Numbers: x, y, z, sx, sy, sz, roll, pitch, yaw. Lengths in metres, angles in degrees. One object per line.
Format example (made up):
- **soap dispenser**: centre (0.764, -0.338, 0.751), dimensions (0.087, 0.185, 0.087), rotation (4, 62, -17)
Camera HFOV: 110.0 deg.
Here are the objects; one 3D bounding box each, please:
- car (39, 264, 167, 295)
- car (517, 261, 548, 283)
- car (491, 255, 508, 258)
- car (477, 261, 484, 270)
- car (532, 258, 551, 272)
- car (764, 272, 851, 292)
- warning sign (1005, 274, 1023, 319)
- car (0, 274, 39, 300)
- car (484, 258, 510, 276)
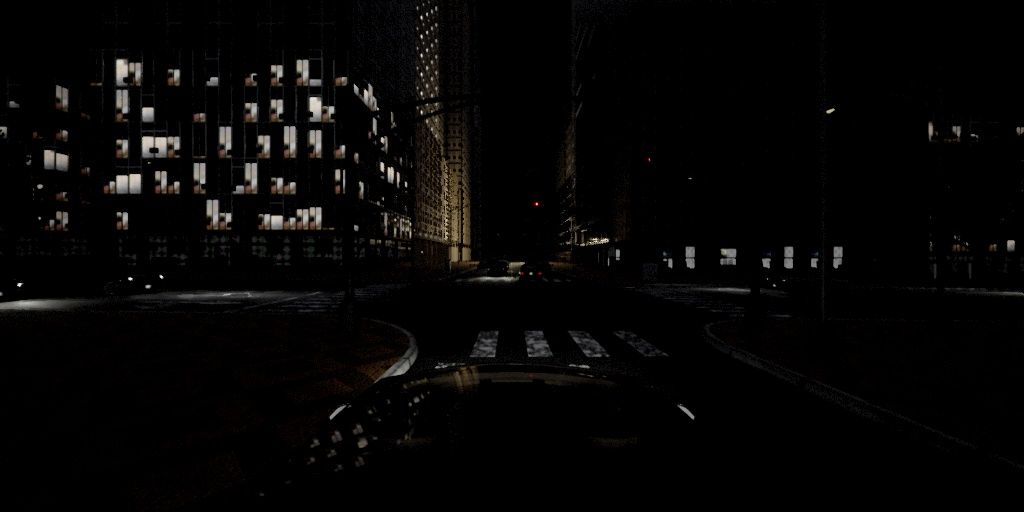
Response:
- **car**: centre (-18.666, 1.032, 16.118), dimensions (4.718, 1.301, 1.895), rotation (1, 0, -3)
- **car**: centre (1.420, 1.317, 28.425), dimensions (2.033, 1.411, 5.357), rotation (0, 0, 1)
- **car**: centre (-1.518, 0.970, 51.801), dimensions (2.150, 2.045, 5.566), rotation (0, 1, 0)
- **car**: centre (-3.993, 1.340, 51.065), dimensions (1.802, 1.307, 4.207), rotation (0, 0, 0)
- **car**: centre (3.956, 1.327, 45.567), dimensions (1.948, 1.339, 4.313), rotation (0, 0, 0)
- **car**: centre (20.142, 1.736, 24.600), dimensions (4.718, 1.301, 1.895), rotation (1, 0, -3)
- **warning sign**: centre (17.281, 1.204, 11.756), dimensions (1.060, 1.860, 1.300), rotation (0, 0, -3)
- **car**: centre (-21.082, 0.935, 12.755), dimensions (5.357, 1.411, 2.033), rotation (1, 0, -3)
- **car**: centre (-1.475, 1.243, 37.041), dimensions (1.882, 1.535, 5.008), rotation (0, 0, 1)
